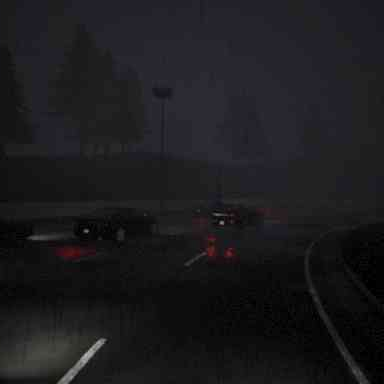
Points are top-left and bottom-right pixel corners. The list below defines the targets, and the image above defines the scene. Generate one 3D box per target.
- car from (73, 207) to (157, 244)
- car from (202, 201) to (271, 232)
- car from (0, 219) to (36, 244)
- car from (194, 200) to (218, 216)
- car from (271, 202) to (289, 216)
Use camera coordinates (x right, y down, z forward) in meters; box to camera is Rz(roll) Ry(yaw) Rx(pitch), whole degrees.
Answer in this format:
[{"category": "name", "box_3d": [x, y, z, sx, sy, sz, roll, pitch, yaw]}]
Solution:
[{"category": "car", "box_3d": [-3.372, 1.431, 15.715, 1.882, 1.535, 5.008, 0, 0, 21]}, {"category": "car", "box_3d": [2.887, 1.487, 20.385, 2.128, 1.511, 4.902, 0, 0, 31]}, {"category": "car", "box_3d": [-8.503, 1.465, 12.540, 2.033, 1.411, 5.357, 0, 0, 17]}, {"category": "car", "box_3d": [2.122, 1.501, 31.374, 1.812, 1.442, 4.674, 0, 0, 41]}, {"category": "car", "box_3d": [7.236, 1.615, 31.403, 4.718, 1.301, 1.895, 0, 0, -45]}]
